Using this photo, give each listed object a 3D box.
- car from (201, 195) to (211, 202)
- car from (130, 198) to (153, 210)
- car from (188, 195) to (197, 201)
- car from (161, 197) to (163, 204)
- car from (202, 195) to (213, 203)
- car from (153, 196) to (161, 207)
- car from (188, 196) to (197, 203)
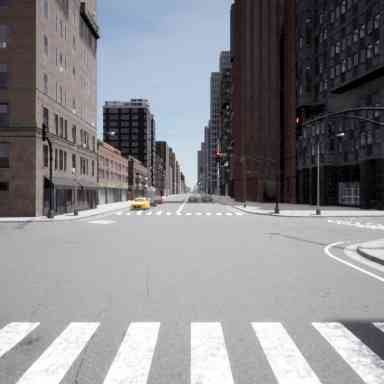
[{"bbox_3d":[3.380,1.500,81.363,2.128,1.511,4.902,0,0,0],"label":"car"},{"bbox_3d":[-6.530,1.486,42.173,1.882,1.535,5.008,0,0,0],"label":"car"},{"bbox_3d":[0.132,1.558,82.109,1.994,1.385,4.181,0,0,0],"label":"car"},{"bbox_3d":[-6.464,1.488,61.844,1.882,1.535,5.008,0,0,0],"label":"car"},{"bbox_3d":[3.364,1.533,70.943,2.128,1.511,4.902,0,0,0],"label":"car"},{"bbox_3d":[-6.501,1.574,51.423,1.994,1.385,4.181,0,0,1],"label":"car"},{"bbox_3d":[0.139,1.527,71.795,2.128,1.511,4.902,0,0,0],"label":"car"}]
